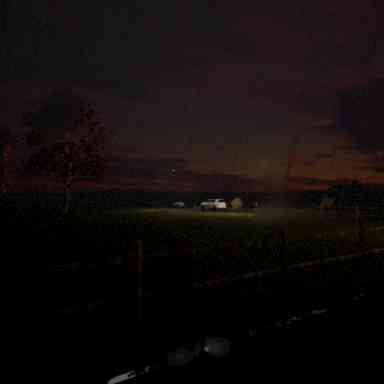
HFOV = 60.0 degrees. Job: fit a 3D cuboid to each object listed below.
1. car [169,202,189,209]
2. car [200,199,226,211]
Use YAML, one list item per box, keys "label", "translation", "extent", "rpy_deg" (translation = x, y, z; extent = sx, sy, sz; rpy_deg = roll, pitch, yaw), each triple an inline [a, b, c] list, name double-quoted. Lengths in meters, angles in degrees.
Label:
- label: "car"
  translation: [-2.788, 2.815, 68.456]
  extent: [2.033, 1.411, 5.357]
  rpy_deg: [0, -1, -34]
- label: "car"
  translation: [3.658, 2.259, 59.052]
  extent: [2.150, 2.045, 5.566]
  rpy_deg: [0, -1, -36]
